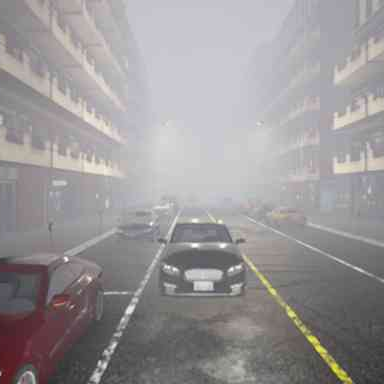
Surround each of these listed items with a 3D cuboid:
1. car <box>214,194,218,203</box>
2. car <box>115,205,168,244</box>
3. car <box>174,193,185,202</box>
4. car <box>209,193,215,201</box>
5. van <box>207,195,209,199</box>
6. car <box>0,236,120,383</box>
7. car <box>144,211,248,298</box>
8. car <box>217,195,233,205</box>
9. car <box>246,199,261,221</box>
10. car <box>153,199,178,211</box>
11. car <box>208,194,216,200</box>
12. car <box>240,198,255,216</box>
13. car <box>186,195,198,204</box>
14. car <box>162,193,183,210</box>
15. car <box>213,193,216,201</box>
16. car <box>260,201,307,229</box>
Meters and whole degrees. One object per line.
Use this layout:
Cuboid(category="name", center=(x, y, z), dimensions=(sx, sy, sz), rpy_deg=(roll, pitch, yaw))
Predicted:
Cuboid(category="car", center=(5.718, 1.462, 60.481), dimensions=(2.008, 1.369, 4.403), rpy_deg=(-1, 0, 0))
Cuboid(category="car", center=(-2.425, 1.526, 15.649), dimensions=(2.008, 1.369, 4.403), rpy_deg=(-1, 0, 0))
Cuboid(category="car", center=(-2.725, 1.210, 71.669), dimensions=(2.192, 1.841, 5.009), rpy_deg=(-1, 0, 0))
Cuboid(category="car", center=(5.628, 1.328, 77.286), dimensions=(1.967, 1.590, 4.097), rpy_deg=(-1, 0, 0))
Cuboid(category="van", center=(5.567, 1.214, 88.490), dimensions=(1.690, 1.788, 3.998), rpy_deg=(-1, 0, 0))
Cuboid(category="car", center=(-2.366, 1.575, 4.445), dimensions=(1.802, 1.307, 4.206), rpy_deg=(-1, 0, 0))
Cuboid(category="car", center=(0.218, 1.478, 8.628), dimensions=(2.128, 1.511, 4.902), rpy_deg=(0, 0, 0))
Cuboid(category="car", center=(5.748, 1.485, 54.878), dimensions=(1.947, 1.339, 4.313), rpy_deg=(-1, 0, 0))
Cuboid(category="car", center=(5.896, 1.525, 26.869), dimensions=(1.947, 1.339, 4.313), rpy_deg=(-1, 0, 0))
Cuboid(category="car", center=(-2.485, 1.509, 26.853), dimensions=(2.008, 1.369, 4.403), rpy_deg=(-1, 0, 0))
Cuboid(category="car", center=(5.540, 1.416, 94.092), dimensions=(2.008, 1.369, 4.403), rpy_deg=(-1, 0, 0))
Cuboid(category="car", center=(5.864, 1.391, 32.470), dimensions=(1.967, 1.590, 4.097), rpy_deg=(-1, 0, 0))
Cuboid(category="car", center=(0.035, 1.261, 60.960), dimensions=(2.097, 1.767, 4.553), rpy_deg=(0, 0, 0))
Cuboid(category="car", center=(-2.547, 1.257, 38.057), dimensions=(2.192, 1.841, 5.009), rpy_deg=(-1, 0, 0))
Cuboid(category="car", center=(5.687, 1.428, 66.252), dimensions=(1.752, 1.417, 4.829), rpy_deg=(-1, 0, 0))
Cuboid(category="car", center=(5.924, 1.493, 21.436), dimensions=(1.752, 1.417, 4.829), rpy_deg=(-1, 0, 0))
